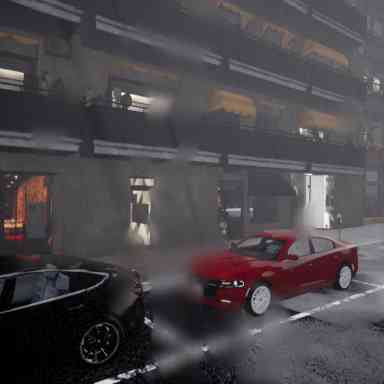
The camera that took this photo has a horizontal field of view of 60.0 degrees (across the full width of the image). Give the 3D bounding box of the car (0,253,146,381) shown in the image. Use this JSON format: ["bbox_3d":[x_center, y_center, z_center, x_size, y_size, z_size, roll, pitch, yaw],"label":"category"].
[{"bbox_3d":[-2.673,1.566,4.184,4.313,1.339,1.947,0,1,-35],"label":"car"}]

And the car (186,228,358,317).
[{"bbox_3d":[1.944,1.546,7.476,4.507,1.381,1.887,0,1,-35],"label":"car"}]
